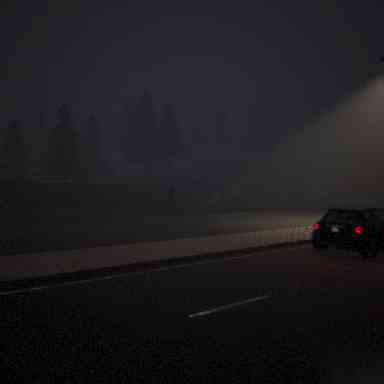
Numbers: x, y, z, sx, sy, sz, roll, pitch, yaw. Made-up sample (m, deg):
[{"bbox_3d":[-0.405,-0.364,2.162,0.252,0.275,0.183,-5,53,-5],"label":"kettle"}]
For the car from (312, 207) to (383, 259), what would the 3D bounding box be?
[{"bbox_3d":[6.723,1.351,12.841,4.553,1.767,2.097,0,0,-36],"label":"car"}]
